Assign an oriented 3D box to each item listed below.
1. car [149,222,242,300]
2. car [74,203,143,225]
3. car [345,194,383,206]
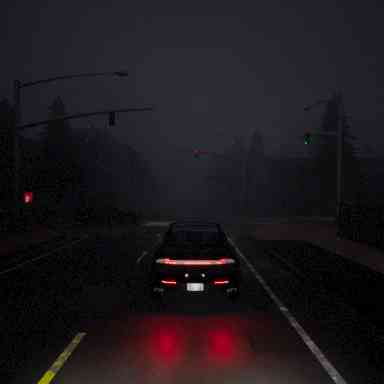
[{"bbox_3d":[0.076,1.492,8.398,2.128,1.511,4.902,0,0,0],"label":"car"},{"bbox_3d":[-5.846,1.531,23.514,4.674,1.442,1.812,0,0,-3],"label":"car"},{"bbox_3d":[15.856,1.202,28.932,5.566,2.045,2.150,0,0,-8],"label":"car"}]
